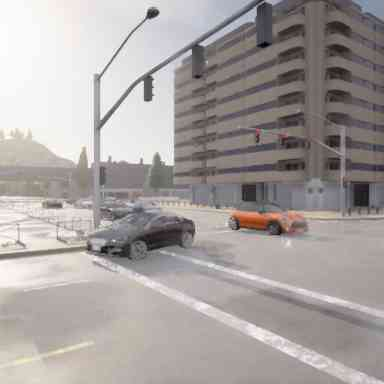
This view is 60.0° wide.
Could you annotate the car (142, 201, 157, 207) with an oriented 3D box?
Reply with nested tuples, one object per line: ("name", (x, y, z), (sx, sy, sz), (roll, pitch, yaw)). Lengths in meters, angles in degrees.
("car", (-4.323, 1.578, 30.622), (1.812, 1.442, 4.674), (0, 0, -35))

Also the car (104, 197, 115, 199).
("car", (-14.309, 1.576, 57.155), (1.812, 1.442, 4.674), (0, 0, -35))

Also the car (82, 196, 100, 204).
("car", (-19.709, 1.528, 64.778), (1.882, 1.535, 5.008), (0, 0, -35))

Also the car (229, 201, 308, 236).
("car", (4.177, 1.380, 18.623), (2.097, 1.767, 4.553), (0, 0, -35))

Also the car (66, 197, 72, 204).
("car", (-22.117, 1.615, 62.122), (1.994, 1.385, 4.181), (0, 0, -35))

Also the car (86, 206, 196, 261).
("car", (-1.671, 1.499, 12.455), (2.128, 1.511, 4.902), (1, 0, 32))

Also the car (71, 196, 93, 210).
("car", (-14.278, 1.578, 44.694), (1.812, 1.442, 4.674), (0, 0, -35))

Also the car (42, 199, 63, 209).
("car", (-19.100, 1.654, 45.450), (1.895, 1.301, 4.718), (0, 0, -35))

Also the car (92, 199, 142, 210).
("car", (-6.247, 1.558, 27.277), (1.837, 1.490, 4.892), (0, 0, -35))
